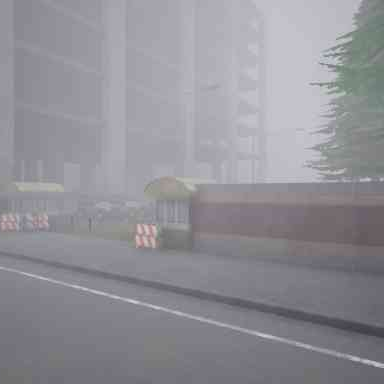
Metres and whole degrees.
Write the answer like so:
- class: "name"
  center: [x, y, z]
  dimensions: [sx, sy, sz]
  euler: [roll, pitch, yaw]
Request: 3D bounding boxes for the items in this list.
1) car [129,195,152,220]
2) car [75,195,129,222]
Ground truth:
- class: "car"
  center: [-5.170, 1.168, 26.882]
  dimensions: [3.866, 1.878, 1.905]
  euler: [0, 0, 35]
- class: "car"
  center: [-6.853, 1.169, 24.470]
  dimensions: [3.866, 1.878, 1.905]
  euler: [0, 0, 35]
